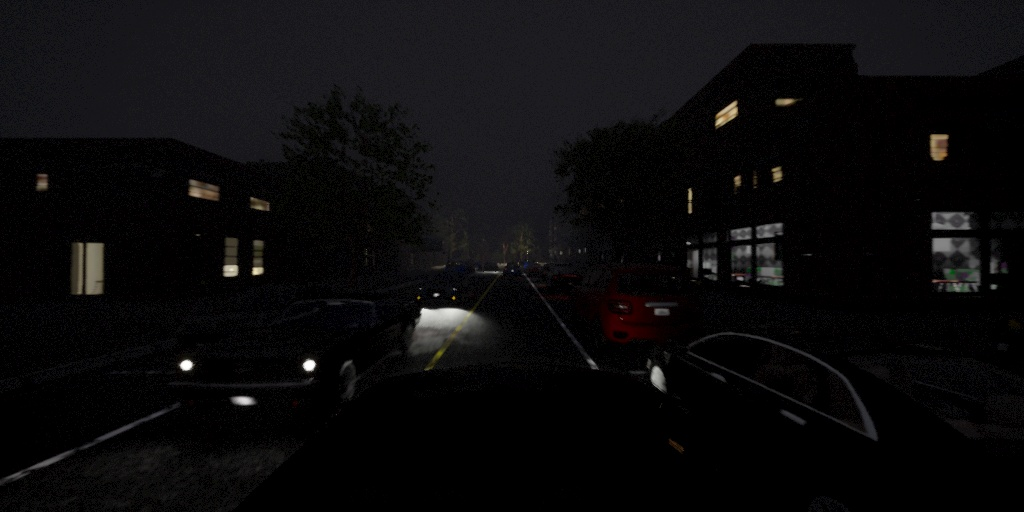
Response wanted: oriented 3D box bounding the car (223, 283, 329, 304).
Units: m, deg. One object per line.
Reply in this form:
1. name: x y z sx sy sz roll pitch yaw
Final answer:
1. car: -5.685 1.347 8.838 1.948 1.339 4.313 0 0 0

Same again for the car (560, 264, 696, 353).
1. car: 2.696 1.102 8.845 2.192 1.841 5.009 0 0 0

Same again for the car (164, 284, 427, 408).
1. car: -3.090 1.372 6.340 1.895 1.301 4.718 0 0 0

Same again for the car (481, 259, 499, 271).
1. car: -3.012 1.556 52.801 1.994 1.385 4.181 0 0 1

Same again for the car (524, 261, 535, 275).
1. car: 2.720 1.529 42.103 1.802 1.307 4.207 0 0 0

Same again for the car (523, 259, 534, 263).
1. car: 2.724 1.498 47.816 1.751 1.417 4.829 0 0 0

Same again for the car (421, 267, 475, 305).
1. car: -3.039 1.385 16.442 1.994 1.385 4.181 0 0 1

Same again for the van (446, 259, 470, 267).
1. van: -5.665 1.256 36.553 1.690 1.789 3.998 0 0 0

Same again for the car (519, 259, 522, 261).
1. car: 0.052 1.544 50.825 2.033 1.411 5.357 0 0 1

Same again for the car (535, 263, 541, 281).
1. car: 3.160 1.363 28.787 1.882 1.535 5.008 0 0 0

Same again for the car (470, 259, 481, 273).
1. car: -5.657 1.407 47.640 1.967 1.591 4.097 0 0 0

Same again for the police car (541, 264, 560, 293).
1. police car: 3.149 1.277 21.897 1.930 1.638 5.238 0 0 0

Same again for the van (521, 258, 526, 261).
1. van: 2.732 1.365 58.733 1.690 1.789 3.998 0 0 0

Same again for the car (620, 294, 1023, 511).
1. car: 2.692 1.311 3.301 2.007 1.370 4.403 0 0 0

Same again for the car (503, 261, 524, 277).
1. car: 0.041 1.503 39.233 1.994 1.385 4.181 0 0 0
